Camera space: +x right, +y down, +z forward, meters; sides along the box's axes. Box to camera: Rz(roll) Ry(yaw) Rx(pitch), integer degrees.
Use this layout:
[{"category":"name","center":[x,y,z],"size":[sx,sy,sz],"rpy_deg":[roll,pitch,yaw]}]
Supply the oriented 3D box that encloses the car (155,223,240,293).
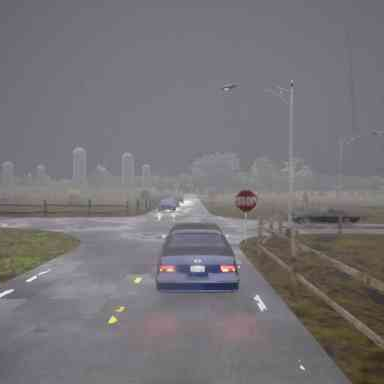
[{"category":"car","center":[0.103,1.543,8.988],"size":[2.033,1.411,5.357],"rpy_deg":[0,0,0]}]

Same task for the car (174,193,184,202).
[{"category":"car","center":[-2.795,1.140,66.009],"size":[2.150,2.045,5.566],"rpy_deg":[0,0,1]}]

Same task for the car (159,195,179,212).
[{"category":"car","center":[-2.808,1.446,38.844],"size":[1.882,1.535,5.008],"rpy_deg":[0,0,-1]}]

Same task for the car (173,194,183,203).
[{"category":"car","center":[-2.846,1.442,49.278],"size":[2.128,1.511,4.902],"rpy_deg":[0,0,0]}]

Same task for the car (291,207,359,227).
[{"category":"car","center":[9.589,1.780,24.571],"size":[4.718,1.301,1.895],"rpy_deg":[1,1,0]}]
